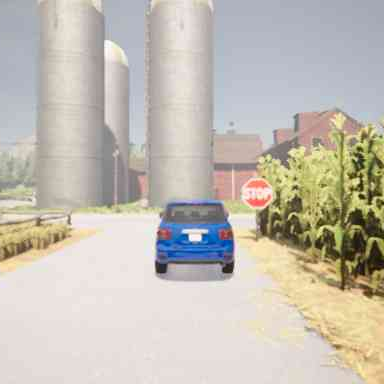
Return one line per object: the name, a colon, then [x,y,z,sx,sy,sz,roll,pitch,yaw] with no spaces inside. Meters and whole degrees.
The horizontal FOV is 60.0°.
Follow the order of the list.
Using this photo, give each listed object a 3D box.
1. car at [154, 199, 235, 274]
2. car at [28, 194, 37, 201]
car: [0.061,1.240,10.814,2.150,2.045,5.566,0,-1,0]
car: [-37.244,1.402,79.861,3.866,1.878,1.905,0,0,0]
